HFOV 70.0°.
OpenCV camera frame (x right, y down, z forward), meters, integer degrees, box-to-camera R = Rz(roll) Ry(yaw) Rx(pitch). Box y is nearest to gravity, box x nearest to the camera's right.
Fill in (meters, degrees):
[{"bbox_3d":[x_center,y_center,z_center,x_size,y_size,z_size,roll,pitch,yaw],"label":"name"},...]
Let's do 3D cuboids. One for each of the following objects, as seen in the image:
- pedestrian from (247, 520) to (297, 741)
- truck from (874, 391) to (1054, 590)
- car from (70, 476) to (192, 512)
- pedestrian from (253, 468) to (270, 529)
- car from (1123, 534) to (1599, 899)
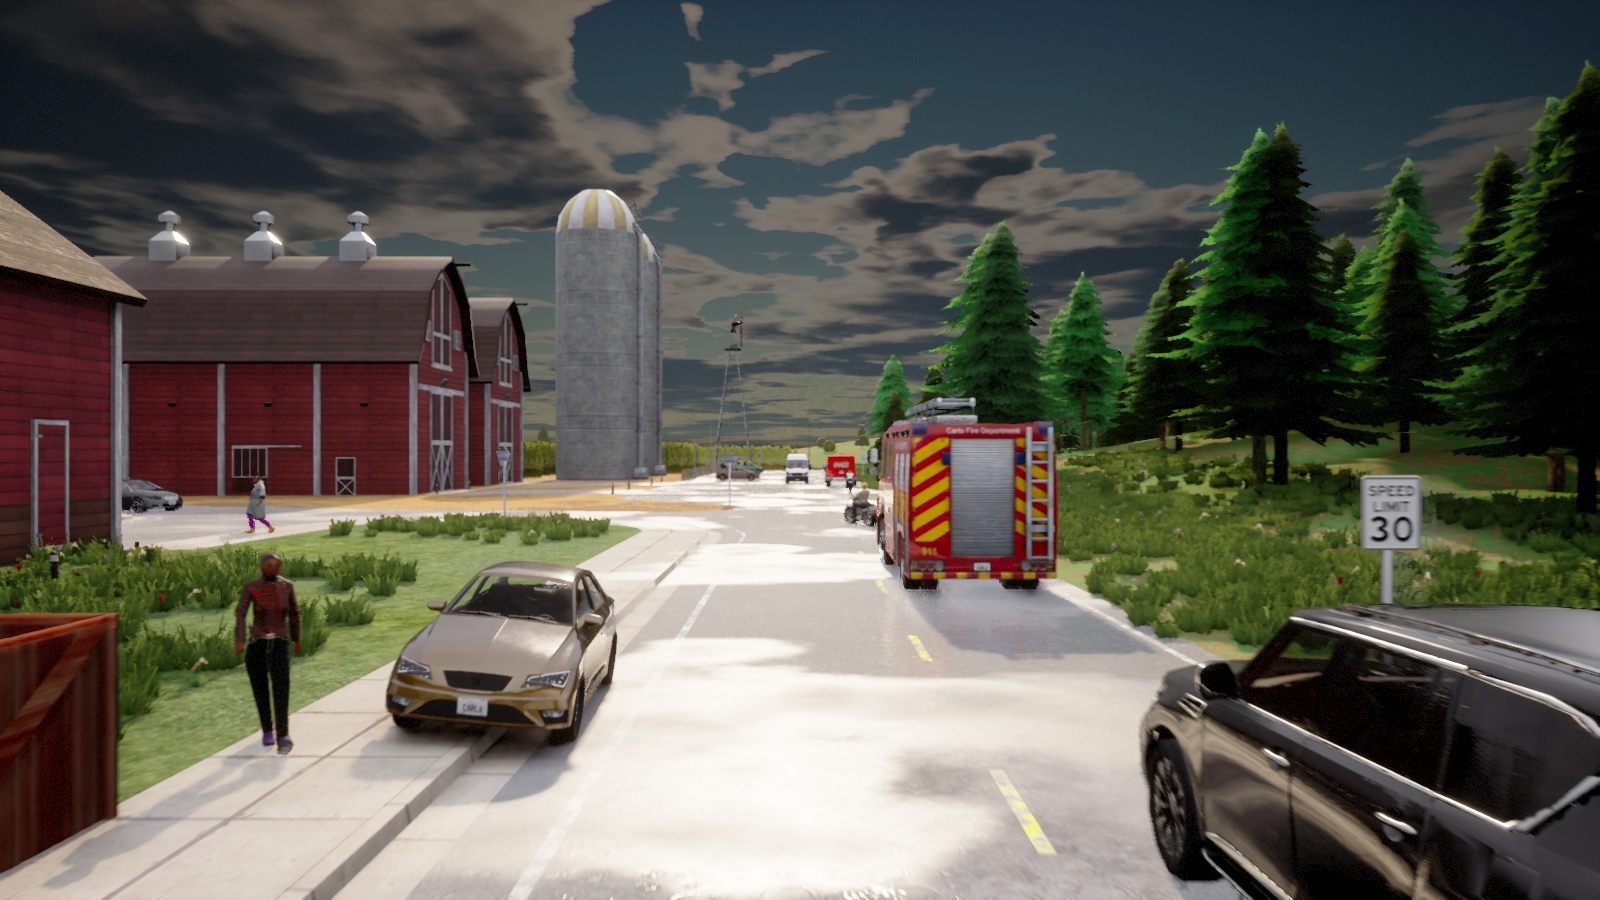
[{"bbox_3d":[-4.652,1.565,10.065,0.375,1.860,0.375,0,0,-30],"label":"pedestrian"},{"bbox_3d":[3.424,0.775,26.168,2.891,3.827,8.468,0,0,0],"label":"truck"},{"bbox_3d":[-30.205,1.941,51.624,4.902,1.511,2.128,0,0,20],"label":"car"},{"bbox_3d":[-16.726,1.499,35.490,0.375,1.860,0.375,0,0,-40],"label":"pedestrian"},{"bbox_3d":[3.490,1.647,5.712,2.150,2.045,5.566,0,0,0],"label":"car"}]
